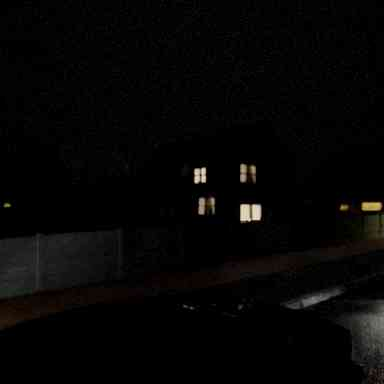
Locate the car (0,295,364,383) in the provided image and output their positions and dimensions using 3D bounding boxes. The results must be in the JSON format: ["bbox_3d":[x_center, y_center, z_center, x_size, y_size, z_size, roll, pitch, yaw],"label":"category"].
[{"bbox_3d":[-0.680,1.634,2.319,5.357,1.411,2.033,1,-2,-42],"label":"car"}]
